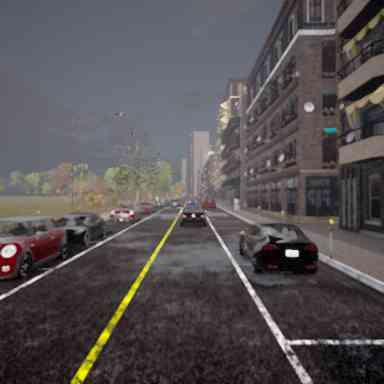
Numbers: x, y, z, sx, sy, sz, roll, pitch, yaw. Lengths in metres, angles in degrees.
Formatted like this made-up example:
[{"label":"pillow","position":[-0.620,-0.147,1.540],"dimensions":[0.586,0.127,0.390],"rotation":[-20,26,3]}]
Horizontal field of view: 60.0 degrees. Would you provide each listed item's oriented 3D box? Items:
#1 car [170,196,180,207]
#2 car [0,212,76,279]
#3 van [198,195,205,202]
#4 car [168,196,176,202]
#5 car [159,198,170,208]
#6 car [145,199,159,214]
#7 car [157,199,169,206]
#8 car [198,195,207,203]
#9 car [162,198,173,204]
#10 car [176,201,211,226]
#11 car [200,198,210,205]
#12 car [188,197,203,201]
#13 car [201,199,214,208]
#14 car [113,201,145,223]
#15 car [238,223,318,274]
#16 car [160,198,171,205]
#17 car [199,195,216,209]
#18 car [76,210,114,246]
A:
[{"label":"car","position":[-2.814,1.818,55.522],"dimensions":[1.812,1.442,4.674],"rotation":[0,0,0]},{"label":"car","position":[-5.305,1.492,10.008],"dimensions":[1.967,1.590,4.097],"rotation":[1,0,0]},{"label":"van","position":[2.578,1.824,89.878],"dimensions":[1.690,1.788,3.998],"rotation":[1,0,0]},{"label":"car","position":[-5.303,1.920,89.163],"dimensions":[1.967,1.590,4.097],"rotation":[1,0,0]},{"label":"car","position":[-5.305,1.841,55.239],"dimensions":[2.008,1.369,4.403],"rotation":[1,0,0]},{"label":"car","position":[-5.305,1.745,38.277],"dimensions":[1.887,1.381,4.507],"rotation":[1,0,0]},{"label":"car","position":[-5.305,1.904,60.893],"dimensions":[1.802,1.307,4.206],"rotation":[1,0,0]},{"label":"car","position":[2.579,1.766,84.217],"dimensions":[2.192,1.841,5.009],"rotation":[1,0,0]},{"label":"car","position":[-5.305,1.935,72.201],"dimensions":[2.008,1.369,4.403],"rotation":[1,0,0]},{"label":"car","position":[0.100,1.676,24.731],"dimensions":[2.033,1.411,5.357],"rotation":[0,0,0]},{"label":"car","position":[2.575,1.922,67.233],"dimensions":[1.947,1.339,4.313],"rotation":[1,0,0]},{"label":"car","position":[0.102,1.746,42.155],"dimensions":[1.812,1.442,4.674],"rotation":[0,-1,0]},{"label":"car","position":[2.575,1.839,55.912],"dimensions":[1.887,1.381,4.507],"rotation":[1,0,0]},{"label":"car","position":[-5.305,1.581,26.970],"dimensions":[1.967,1.590,4.097],"rotation":[1,0,0]},{"label":"car","position":[2.574,1.621,10.624],"dimensions":[1.947,1.339,4.313],"rotation":[1,0,0]},{"label":"car","position":[-5.305,1.898,66.547],"dimensions":[1.887,1.381,4.507],"rotation":[1,0,0]},{"label":"car","position":[2.578,1.578,50.252],"dimensions":[2.192,1.841,5.009],"rotation":[1,0,0]},{"label":"car","position":[-5.306,1.647,15.662],"dimensions":[1.947,1.339,4.313],"rotation":[1,0,0]}]
